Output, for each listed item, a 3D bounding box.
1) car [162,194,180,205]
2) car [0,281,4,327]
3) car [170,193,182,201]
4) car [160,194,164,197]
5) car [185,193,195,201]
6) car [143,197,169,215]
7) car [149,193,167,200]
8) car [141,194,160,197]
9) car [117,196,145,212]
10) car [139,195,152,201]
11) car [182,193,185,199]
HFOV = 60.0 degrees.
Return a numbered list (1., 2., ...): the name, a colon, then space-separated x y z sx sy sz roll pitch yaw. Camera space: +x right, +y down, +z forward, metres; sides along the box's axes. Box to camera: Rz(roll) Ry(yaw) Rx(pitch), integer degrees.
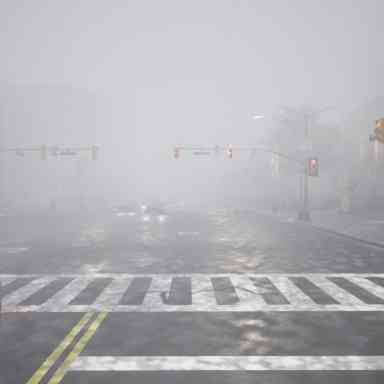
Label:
1. car: -3.681 1.547 59.143 2.033 1.411 5.357 0 0 0
2. car: -3.602 1.505 2.813 1.837 1.490 4.892 0 0 0
3. car: -3.779 1.553 71.265 1.994 1.385 4.181 0 0 -3
4. car: -7.296 1.595 71.277 1.895 1.301 4.718 0 0 -3
5. car: -1.292 1.225 87.845 2.150 2.045 5.566 0 0 -29
6. car: -3.639 1.526 33.530 1.812 1.442 4.674 0 0 0
7. car: -9.751 1.175 94.464 2.150 2.045 5.566 0 0 -43
8. car: -7.171 1.491 57.023 2.128 1.511 4.902 0 0 0
9. car: -7.144 1.547 38.203 2.033 1.411 5.357 0 0 0
10. car: -12.128 1.433 85.796 1.812 1.442 4.674 0 0 -29
11. car: -4.335 1.355 86.140 2.097 1.767 4.553 0 0 -29
